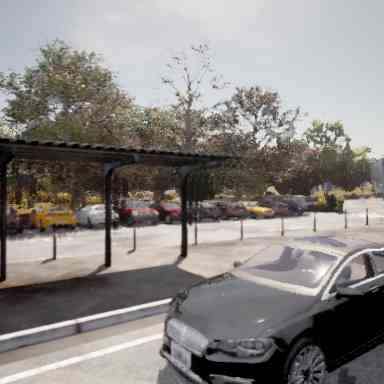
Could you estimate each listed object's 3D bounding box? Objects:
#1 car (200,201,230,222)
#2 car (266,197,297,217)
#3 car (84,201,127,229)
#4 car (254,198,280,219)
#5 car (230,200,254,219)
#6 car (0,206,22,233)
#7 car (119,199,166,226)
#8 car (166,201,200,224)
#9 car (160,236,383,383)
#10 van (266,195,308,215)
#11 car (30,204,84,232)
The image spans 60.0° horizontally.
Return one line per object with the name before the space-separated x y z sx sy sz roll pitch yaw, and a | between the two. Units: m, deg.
car | 0.379 1.521 26.988 2.231 1.521 4.892 0 0 -36
car | 7.131 1.568 31.859 2.163 1.488 4.792 0 0 -36
car | -6.396 1.544 22.147 2.002 1.452 4.674 0 0 -36
car | 4.997 1.529 30.069 1.946 1.575 5.366 0 0 -36
car | 2.616 1.555 28.630 2.163 1.488 4.792 0 0 -36
car | -10.912 1.535 18.916 2.002 1.452 4.674 0 0 -36
car | -4.158 1.384 23.789 2.185 1.767 4.553 0 0 -36
car | -1.885 1.514 25.383 2.097 1.535 5.008 0 0 -36
car | 1.870 1.489 5.018 4.902 1.511 2.128 0 0 -35
van | 9.473 1.319 33.354 1.878 1.987 4.442 0 0 -36
car | -8.652 1.499 20.531 2.097 1.535 5.008 0 0 -36
